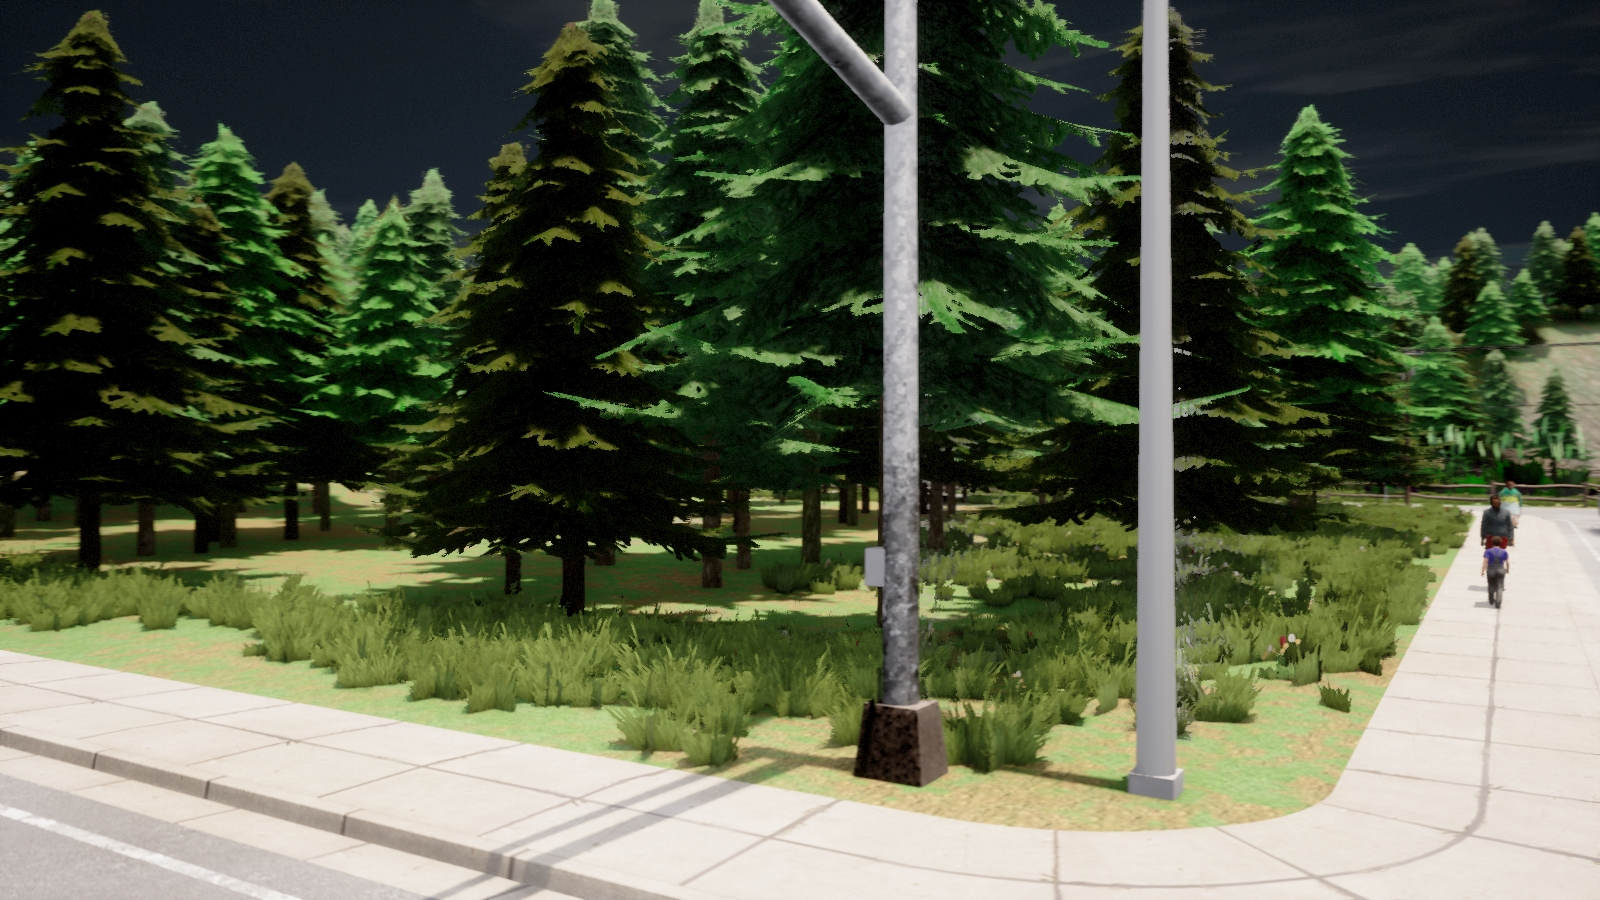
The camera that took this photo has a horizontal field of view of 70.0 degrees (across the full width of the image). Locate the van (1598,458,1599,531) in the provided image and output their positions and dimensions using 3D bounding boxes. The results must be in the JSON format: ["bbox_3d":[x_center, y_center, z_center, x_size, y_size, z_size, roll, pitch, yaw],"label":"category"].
[{"bbox_3d":[27.960,1.572,38.004,1.988,2.561,5.915,0,0,32],"label":"van"}]

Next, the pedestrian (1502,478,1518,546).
[{"bbox_3d":[19.898,1.727,32.031,0.375,1.860,0.375,0,0,32],"label":"pedestrian"}]

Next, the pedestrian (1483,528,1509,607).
[{"bbox_3d":[11.872,1.995,19.496,0.375,1.300,0.375,0,0,31],"label":"pedestrian"}]

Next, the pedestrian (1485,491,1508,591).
[{"bbox_3d":[13.197,1.718,21.643,0.375,1.860,0.375,0,0,31],"label":"pedestrian"}]
